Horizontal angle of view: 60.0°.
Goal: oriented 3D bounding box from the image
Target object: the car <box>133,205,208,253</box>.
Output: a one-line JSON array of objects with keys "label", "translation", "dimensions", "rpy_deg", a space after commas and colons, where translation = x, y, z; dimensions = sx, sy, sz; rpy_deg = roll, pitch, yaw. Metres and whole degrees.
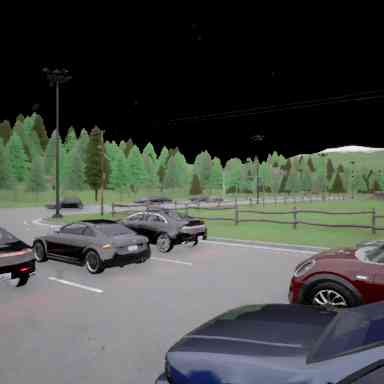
[{"label": "car", "translation": [-1.653, 1.491, 13.770], "dimensions": [4.902, 1.511, 2.128], "rpy_deg": [0, 0, 36]}]

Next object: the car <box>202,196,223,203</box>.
[{"label": "car", "translation": [4.646, 1.525, 69.067], "dimensions": [1.812, 1.442, 4.674], "rpy_deg": [0, 0, 37]}]

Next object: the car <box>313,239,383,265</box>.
[{"label": "car", "translation": [3.977, 1.352, 5.430], "dimensions": [4.553, 1.767, 2.097], "rpy_deg": [0, 0, 36]}]

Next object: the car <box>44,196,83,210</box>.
[{"label": "car", "translation": [-15.886, 1.352, 41.297], "dimensions": [2.097, 1.767, 4.553], "rpy_deg": [0, 0, 36]}]

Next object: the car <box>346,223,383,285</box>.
[{"label": "car", "translation": [6.437, 1.601, 7.974], "dimensions": [4.718, 1.301, 1.895], "rpy_deg": [0, 0, 36]}]

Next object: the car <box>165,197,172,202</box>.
[{"label": "car", "translation": [-6.265, 1.547, 66.135], "dimensions": [2.033, 1.411, 5.357], "rpy_deg": [0, 0, 37]}]

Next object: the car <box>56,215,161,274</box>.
[{"label": "car", "translation": [-3.297, 1.564, 10.637], "dimensions": [4.181, 1.385, 1.994], "rpy_deg": [0, 0, 36]}]

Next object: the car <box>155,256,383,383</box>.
[{"label": "car", "translation": [2.262, 1.547, 2.359], "dimensions": [5.357, 1.411, 2.033], "rpy_deg": [0, 0, 36]}]

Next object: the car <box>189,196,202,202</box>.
[{"label": "car", "translation": [1.627, 1.539, 70.867], "dimensions": [2.033, 1.411, 5.357], "rpy_deg": [0, 0, 36]}]

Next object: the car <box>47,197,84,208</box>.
[{"label": "car", "translation": [-18.683, 1.504, 49.404], "dimensions": [1.837, 1.490, 4.892], "rpy_deg": [0, 0, 36]}]

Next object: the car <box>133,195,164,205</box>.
[{"label": "car", "translation": [-7.277, 1.477, 53.078], "dimensions": [1.882, 1.535, 5.008], "rpy_deg": [0, 0, 36]}]

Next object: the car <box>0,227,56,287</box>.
[{"label": "car", "translation": [-5.727, 1.491, 8.078], "dimensions": [4.902, 1.511, 2.128], "rpy_deg": [0, 0, 36]}]

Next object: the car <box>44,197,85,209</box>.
[{"label": "car", "translation": [-17.303, 1.491, 45.336], "dimensions": [2.128, 1.511, 4.902], "rpy_deg": [0, 0, 36]}]
